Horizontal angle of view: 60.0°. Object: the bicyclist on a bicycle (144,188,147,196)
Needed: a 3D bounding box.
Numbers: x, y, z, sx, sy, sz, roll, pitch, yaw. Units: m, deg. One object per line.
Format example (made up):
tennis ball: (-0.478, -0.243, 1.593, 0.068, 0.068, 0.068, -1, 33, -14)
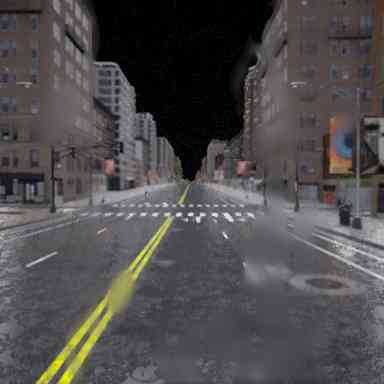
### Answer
bicyclist on a bicycle: (-8.888, 0.032, 63.868, 0.866, 1.612, 1.509, 0, 2, -1)
